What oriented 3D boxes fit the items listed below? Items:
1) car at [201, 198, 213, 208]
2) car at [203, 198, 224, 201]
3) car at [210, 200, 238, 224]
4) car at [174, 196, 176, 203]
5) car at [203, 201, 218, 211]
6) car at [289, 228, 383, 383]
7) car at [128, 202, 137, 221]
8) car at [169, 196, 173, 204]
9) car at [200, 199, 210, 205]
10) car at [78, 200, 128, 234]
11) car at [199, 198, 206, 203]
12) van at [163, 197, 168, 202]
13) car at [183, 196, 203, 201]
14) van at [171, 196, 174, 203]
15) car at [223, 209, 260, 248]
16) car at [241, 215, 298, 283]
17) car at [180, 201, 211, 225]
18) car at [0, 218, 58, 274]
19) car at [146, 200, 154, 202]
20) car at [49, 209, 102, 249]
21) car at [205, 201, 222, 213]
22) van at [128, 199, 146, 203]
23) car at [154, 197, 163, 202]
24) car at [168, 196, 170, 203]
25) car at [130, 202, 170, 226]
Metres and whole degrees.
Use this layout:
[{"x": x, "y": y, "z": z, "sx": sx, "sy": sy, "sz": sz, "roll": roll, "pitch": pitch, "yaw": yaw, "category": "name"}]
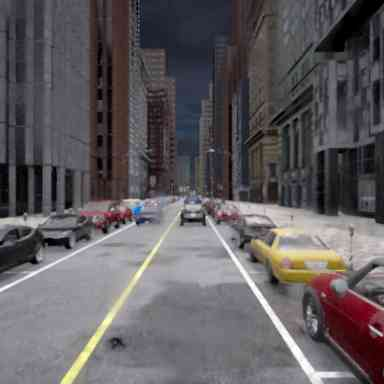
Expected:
[{"x": 2.729, "y": 1.933, "z": 60.254, "sx": 1.967, "sy": 1.590, "sz": 4.097, "roll": 0, "pitch": 0, "yaw": 0, "category": "car"}, {"x": 2.740, "y": 1.624, "z": 37.711, "sx": 2.192, "sy": 1.841, "sz": 5.009, "roll": 0, "pitch": 0, "yaw": 0, "category": "car"}, {"x": 2.746, "y": 1.657, "z": 26.437, "sx": 1.967, "sy": 1.590, "sz": 4.097, "roll": 0, "pitch": 0, "yaw": 0, "category": "car"}, {"x": -5.808, "y": 2.126, "z": 82.787, "sx": 1.967, "sy": 1.590, "sz": 4.097, "roll": 0, "pitch": 0, "yaw": 0, "category": "car"}, {"x": 2.735, "y": 1.967, "z": 48.981, "sx": 1.947, "sy": 1.339, "sz": 4.313, "roll": 0, "pitch": 0, "yaw": 0, "category": "car"}, {"x": 2.758, "y": 1.473, "z": 3.893, "sx": 1.967, "sy": 1.590, "sz": 4.097, "roll": 0, "pitch": 0, "yaw": 0, "category": "car"}, {"x": -5.778, "y": 1.761, "z": 26.423, "sx": 1.887, "sy": 1.381, "sz": 4.507, "roll": 0, "pitch": 0, "yaw": 0, "category": "car"}, {"x": -5.802, "y": 2.139, "z": 71.514, "sx": 2.008, "sy": 1.369, "sz": 4.403, "roll": 0, "pitch": 0, "yaw": 0, "category": "car"}, {"x": 2.723, "y": 2.154, "z": 71.525, "sx": 1.947, "sy": 1.339, "sz": 4.313, "roll": 0, "pitch": 0, "yaw": 0, "category": "car"}, {"x": -5.776, "y": 1.486, "z": 20.787, "sx": 2.192, "sy": 1.841, "sz": 5.009, "roll": 0, "pitch": 0, "yaw": 0, "category": "car"}, {"x": 2.714, "y": 2.316, "z": 88.434, "sx": 1.802, "sy": 1.307, "sz": 4.206, "roll": 0, "pitch": 0, "yaw": 0, "category": "car"}, {"x": -5.797, "y": 1.835, "z": 60.243, "sx": 1.690, "sy": 1.788, "sz": 3.998, "roll": 0, "pitch": 0, "yaw": 0, "category": "van"}, {"x": 0.041, "y": 1.589, "z": 44.675, "sx": 2.150, "sy": 2.045, "sz": 5.566, "roll": 0, "pitch": 0, "yaw": 0, "category": "car"}, {"x": -5.806, "y": 1.978, "z": 77.152, "sx": 1.690, "sy": 1.788, "sz": 3.998, "roll": 0, "pitch": 0, "yaw": 0, "category": "van"}, {"x": 2.752, "y": 1.675, "z": 15.165, "sx": 2.008, "sy": 1.369, "sz": 4.403, "roll": 0, "pitch": 0, "yaw": 0, "category": "car"}, {"x": 2.755, "y": 1.605, "z": 9.699, "sx": 1.752, "sy": 1.417, "sz": 4.829, "roll": 0, "pitch": 0, "yaw": 0, "category": "car"}, {"x": 0.085, "y": 1.718, "z": 26.204, "sx": 2.163, "sy": 1.488, "sz": 4.792, "roll": 0, "pitch": 0, "yaw": 0, "category": "car"}, {"x": -5.770, "y": 1.645, "z": 9.513, "sx": 1.947, "sy": 1.339, "sz": 4.313, "roll": 0, "pitch": 0, "yaw": 0, "category": "car"}, {"x": -5.785, "y": 1.749, "z": 37.697, "sx": 1.967, "sy": 1.590, "sz": 4.097, "roll": 0, "pitch": 0, "yaw": 0, "category": "car"}, {"x": -5.772, "y": 1.691, "z": 15.149, "sx": 1.947, "sy": 1.339, "sz": 4.313, "roll": 0, "pitch": 0, "yaw": 0, "category": "car"}, {"x": 2.738, "y": 1.899, "z": 43.346, "sx": 1.887, "sy": 1.381, "sz": 4.507, "roll": 0, "pitch": 0, "yaw": 0, "category": "car"}, {"x": -5.782, "y": 1.604, "z": 32.061, "sx": 1.690, "sy": 1.788, "sz": 3.998, "roll": 0, "pitch": 0, "yaw": 0, "category": "van"}, {"x": -5.790, "y": 1.841, "z": 48.970, "sx": 1.967, "sy": 1.590, "sz": 4.097, "roll": 0, "pitch": 0, "yaw": 0, "category": "car"}, {"x": -5.799, "y": 2.065, "z": 65.708, "sx": 1.752, "sy": 1.417, "sz": 4.829, "roll": 0, "pitch": 0, "yaw": 0, "category": "car"}, {"x": -3.112, "y": 1.758, "z": 25.665, "sx": 2.033, "sy": 1.411, "sz": 5.357, "roll": 0, "pitch": 0, "yaw": 0, "category": "car"}]
